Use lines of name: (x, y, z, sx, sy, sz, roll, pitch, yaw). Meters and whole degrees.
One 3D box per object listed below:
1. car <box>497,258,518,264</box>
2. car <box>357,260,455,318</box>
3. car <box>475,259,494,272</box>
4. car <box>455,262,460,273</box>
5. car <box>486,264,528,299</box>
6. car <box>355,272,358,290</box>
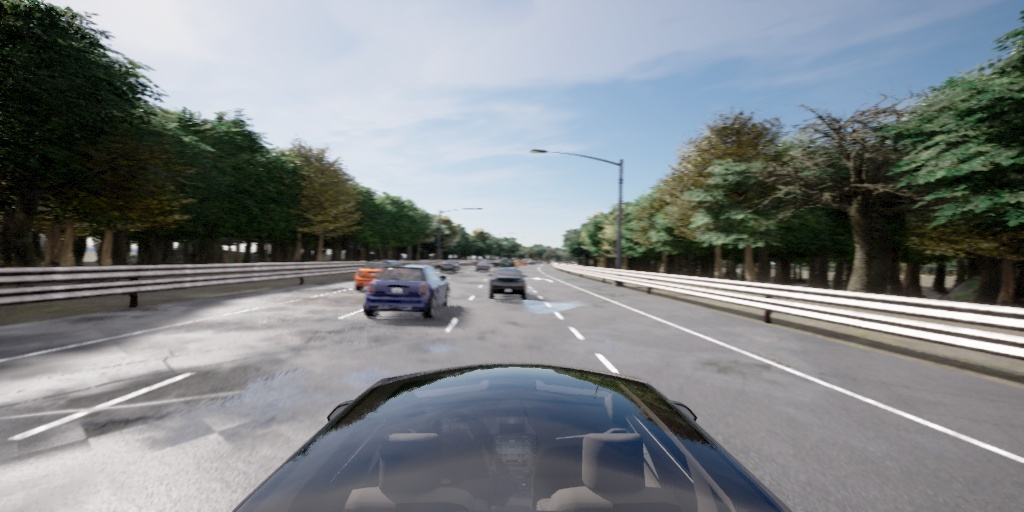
car: (-0.587, 1.356, 54.172, 2.150, 2.045, 5.566, 2, 0, 1)
car: (-3.548, 1.079, 12.987, 2.097, 1.767, 4.553, 2, 0, -2)
car: (-4.155, 1.557, 52.001, 2.033, 1.411, 5.357, 2, 0, 1)
car: (-7.704, 1.339, 44.913, 2.128, 1.511, 4.902, 2, 0, 0)
car: (-0.231, 1.382, 19.141, 1.837, 1.490, 4.892, 2, 0, -2)
car: (-7.276, 1.020, 20.869, 2.097, 1.767, 4.553, 2, -1, -2)
